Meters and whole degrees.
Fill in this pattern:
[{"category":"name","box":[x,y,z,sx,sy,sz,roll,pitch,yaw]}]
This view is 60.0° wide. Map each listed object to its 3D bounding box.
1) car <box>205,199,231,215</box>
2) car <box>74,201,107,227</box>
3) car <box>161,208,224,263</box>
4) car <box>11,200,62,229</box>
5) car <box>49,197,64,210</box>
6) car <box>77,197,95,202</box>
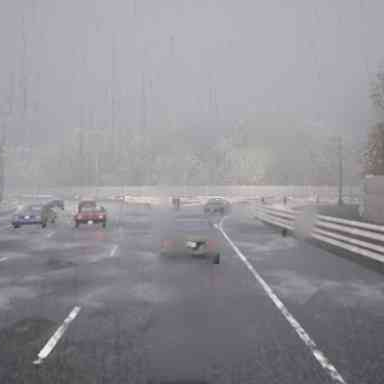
[{"category":"car","box":[2.577,1.393,32.429,2.128,1.511,4.902,0,0,18]},{"category":"car","box":[-6.646,1.543,22.245,1.895,1.301,4.718,0,0,-13]},{"category":"car","box":[-0.038,1.513,11.751,2.033,1.411,5.357,0,0,0]},{"category":"car","box":[-10.030,1.495,21.472,2.033,1.411,5.357,0,0,-14]},{"category":"car","box":[-16.629,1.404,40.469,1.837,1.490,4.892,0,0,-25]},{"category":"car","box":[-12.822,1.373,40.564,1.882,1.535,5.008,0,0,-23]}]
